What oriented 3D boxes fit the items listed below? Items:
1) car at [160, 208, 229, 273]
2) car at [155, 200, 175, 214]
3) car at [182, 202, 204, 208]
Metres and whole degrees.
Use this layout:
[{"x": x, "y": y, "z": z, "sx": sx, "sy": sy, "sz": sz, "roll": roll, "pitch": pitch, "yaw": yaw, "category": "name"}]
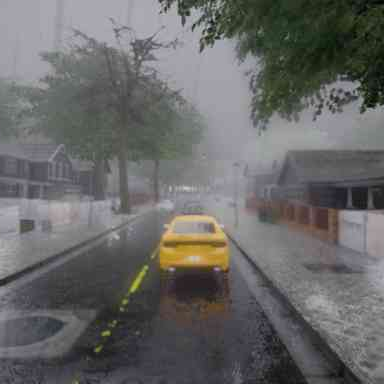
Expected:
[{"x": 0.079, "y": 1.513, "z": 10.828, "sx": 1.882, "sy": 1.535, "sz": 5.008, "roll": 0, "pitch": 0, "yaw": 0, "category": "car"}, {"x": -2.854, "y": 1.576, "z": 35.816, "sx": 1.812, "sy": 1.442, "sz": 4.674, "roll": 0, "pitch": 0, "yaw": 0, "category": "car"}, {"x": 0.097, "y": 1.600, "z": 30.418, "sx": 2.033, "sy": 1.411, "sz": 5.357, "roll": 0, "pitch": 0, "yaw": 0, "category": "car"}]
